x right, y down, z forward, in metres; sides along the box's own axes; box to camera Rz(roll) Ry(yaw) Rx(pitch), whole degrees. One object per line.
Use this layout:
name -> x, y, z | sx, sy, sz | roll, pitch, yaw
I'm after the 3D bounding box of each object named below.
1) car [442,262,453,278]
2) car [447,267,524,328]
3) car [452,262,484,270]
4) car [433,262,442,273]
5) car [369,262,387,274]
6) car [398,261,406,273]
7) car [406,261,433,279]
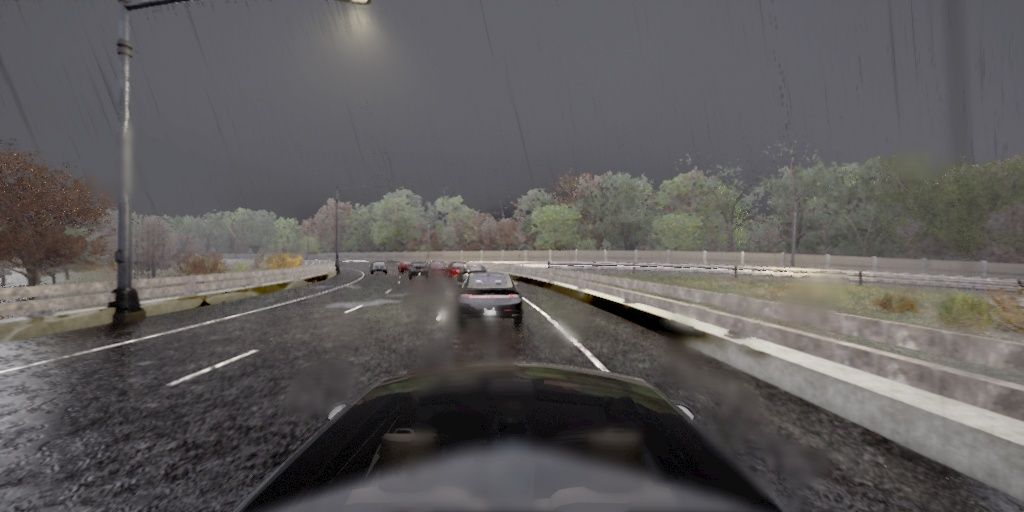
car -> -5.048, 1.318, 33.511 | 1.882, 1.535, 5.008 | 0, 0, -17
car -> -0.760, 1.269, 11.591 | 2.128, 1.511, 4.902 | 0, 0, -5
car -> -2.542, 1.303, 23.264 | 2.128, 1.511, 4.902 | 0, 0, -11
car -> -9.385, 1.441, 45.303 | 1.994, 1.385, 4.181 | 0, 0, -23
car -> -16.506, 1.430, 44.278 | 2.033, 1.411, 5.357 | 0, 0, -23
car -> -13.425, 1.361, 45.870 | 1.882, 1.535, 5.008 | 0, 0, -23
car -> -8.850, 1.352, 34.048 | 1.837, 1.490, 4.892 | 0, 0, -17
